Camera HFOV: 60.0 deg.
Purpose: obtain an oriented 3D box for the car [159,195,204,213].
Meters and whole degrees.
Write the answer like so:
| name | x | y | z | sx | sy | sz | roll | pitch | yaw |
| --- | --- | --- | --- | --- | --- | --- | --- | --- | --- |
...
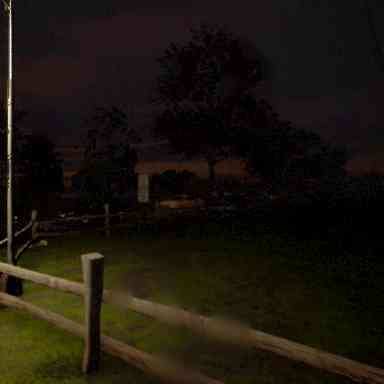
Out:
| name | x | y | z | sx | sy | sz | roll | pitch | yaw |
| --- | --- | --- | --- | --- | --- | --- | --- | --- | --- |
| car | -0.915 | 1.016 | 29.914 | 1.882 | 1.535 | 5.008 | 0 | 1 | 37 |

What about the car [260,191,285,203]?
| name | x | y | z | sx | sy | sz | roll | pitch | yaw |
| --- | --- | --- | --- | --- | --- | --- | --- | --- | --- |
| car | 11.204 | 0.674 | 46.151 | 1.882 | 1.535 | 5.008 | 0 | 1 | 37 |

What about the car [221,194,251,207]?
| name | x | y | z | sx | sy | sz | roll | pitch | yaw |
| --- | --- | --- | --- | --- | --- | --- | --- | --- | --- |
| car | 4.988 | 0.934 | 37.833 | 1.994 | 1.385 | 4.181 | 0 | 1 | 38 |

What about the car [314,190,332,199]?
| name | x | y | z | sx | sy | sz | roll | pitch | yaw |
| --- | --- | --- | --- | --- | --- | --- | --- | --- | --- |
| car | 21.995 | 0.477 | 55.824 | 1.837 | 1.490 | 4.892 | 0 | 1 | 36 |

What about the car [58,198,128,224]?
| name | x | y | z | sx | sy | sz | roll | pitch | yaw |
| --- | --- | --- | --- | --- | --- | --- | --- | --- | --- |
| car | -6.521 | 1.207 | 22.369 | 1.837 | 1.490 | 4.892 | 0 | 1 | 37 |
